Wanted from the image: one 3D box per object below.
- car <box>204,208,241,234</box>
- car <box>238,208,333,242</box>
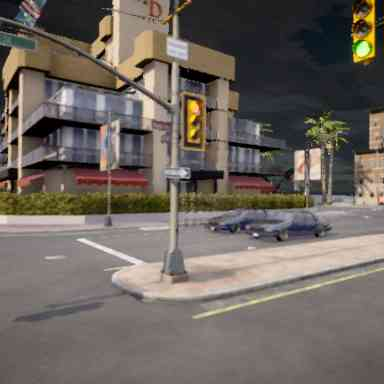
[{"bbox_3d":[3.338,1.695,20.488,5.357,1.411,2.033,1,0,-35],"label":"car"},{"bbox_3d":[5.232,1.693,17.540,5.357,1.411,2.033,1,0,-35],"label":"car"}]
